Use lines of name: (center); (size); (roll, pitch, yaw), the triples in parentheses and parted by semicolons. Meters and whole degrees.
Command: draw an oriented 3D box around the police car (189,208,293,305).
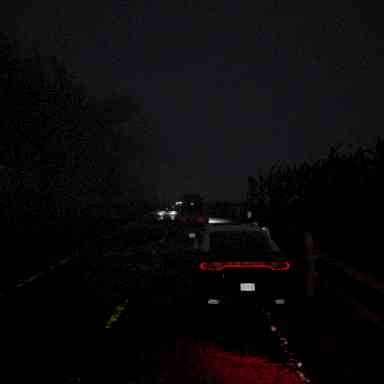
police car: (0.950, 1.423, 8.281); (1.930, 1.638, 5.238); (0, 0, 0)

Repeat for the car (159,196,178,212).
car: (-2.804, 1.542, 39.755); (2.033, 1.411, 5.357); (0, 0, 0)

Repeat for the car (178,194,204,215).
car: (0.017, 1.216, 33.799); (2.150, 2.045, 5.566); (0, 0, 0)
